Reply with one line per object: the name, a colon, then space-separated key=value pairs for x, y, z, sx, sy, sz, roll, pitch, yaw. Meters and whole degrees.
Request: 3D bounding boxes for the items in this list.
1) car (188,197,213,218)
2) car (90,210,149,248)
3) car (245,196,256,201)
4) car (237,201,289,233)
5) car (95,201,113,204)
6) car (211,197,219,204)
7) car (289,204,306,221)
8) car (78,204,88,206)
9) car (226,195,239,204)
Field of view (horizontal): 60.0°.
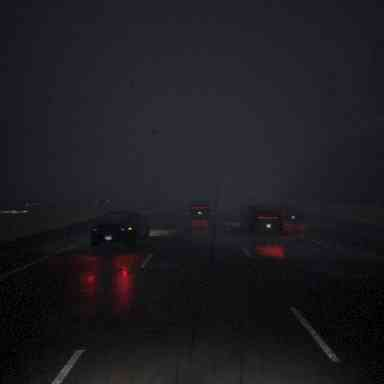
car: x=0.698 y=1.494 z=30.191 sx=1.837 sy=1.490 sz=4.892 roll=0 pitch=0 yaw=1
car: x=-3.070 y=1.517 z=14.670 sx=1.812 sy=1.442 sz=4.674 roll=0 pitch=0 yaw=1
car: x=11.339 y=1.467 z=64.221 sx=1.882 sy=1.535 sz=5.008 roll=0 pitch=0 yaw=13
car: x=4.009 y=1.502 z=19.623 sx=1.837 sy=1.490 sz=4.892 roll=0 pitch=0 yaw=1
car: x=-12.403 y=1.320 z=48.788 sx=2.097 sy=1.767 sz=4.553 roll=0 pitch=0 yaw=6
car: x=4.069 y=1.582 z=64.851 sx=1.895 sy=1.301 sz=4.718 roll=0 pitch=0 yaw=13
car: x=7.636 y=1.600 z=27.186 sx=1.895 sy=1.301 sz=4.718 roll=0 pitch=0 yaw=1
car: x=-15.871 y=1.565 z=49.367 sx=1.895 sy=1.301 sz=4.718 roll=0 pitch=0 yaw=6
car: x=7.872 y=1.337 z=64.487 sx=2.097 sy=1.767 sz=4.553 roll=0 pitch=0 yaw=12
